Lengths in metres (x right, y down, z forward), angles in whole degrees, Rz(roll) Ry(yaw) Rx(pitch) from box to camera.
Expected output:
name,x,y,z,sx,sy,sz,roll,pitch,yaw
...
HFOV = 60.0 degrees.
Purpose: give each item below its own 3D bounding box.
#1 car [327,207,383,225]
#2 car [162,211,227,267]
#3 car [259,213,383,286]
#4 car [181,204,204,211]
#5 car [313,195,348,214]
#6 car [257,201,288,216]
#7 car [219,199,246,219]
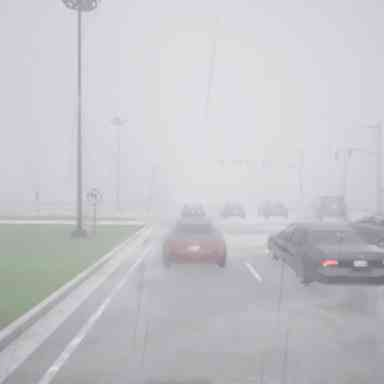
name,x,y,z,sx,sy,sz,roll,pitch,yaw
car,7.074,1.511,12.096,2.128,1.511,4.902,0,0,0
car,0.074,1.583,11.516,1.994,1.385,4.181,0,0,0
car,3.562,1.563,9.516,2.033,1.411,5.357,0,0,0
car,0.077,1.646,27.885,1.895,1.301,4.718,0,0,0
car,11.421,1.267,27.529,2.150,2.045,5.566,-1,0,15
car,7.080,1.540,29.526,2.128,1.511,4.902,0,0,0
car,3.581,1.612,29.899,1.994,1.385,4.181,0,0,0
